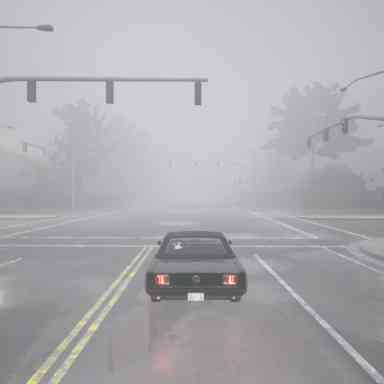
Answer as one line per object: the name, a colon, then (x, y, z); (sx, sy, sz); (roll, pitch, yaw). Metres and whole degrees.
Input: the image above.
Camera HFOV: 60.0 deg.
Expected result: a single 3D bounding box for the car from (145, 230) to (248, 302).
car: (0.065, 1.601, 8.208); (1.895, 1.301, 4.718); (0, 0, 0)
